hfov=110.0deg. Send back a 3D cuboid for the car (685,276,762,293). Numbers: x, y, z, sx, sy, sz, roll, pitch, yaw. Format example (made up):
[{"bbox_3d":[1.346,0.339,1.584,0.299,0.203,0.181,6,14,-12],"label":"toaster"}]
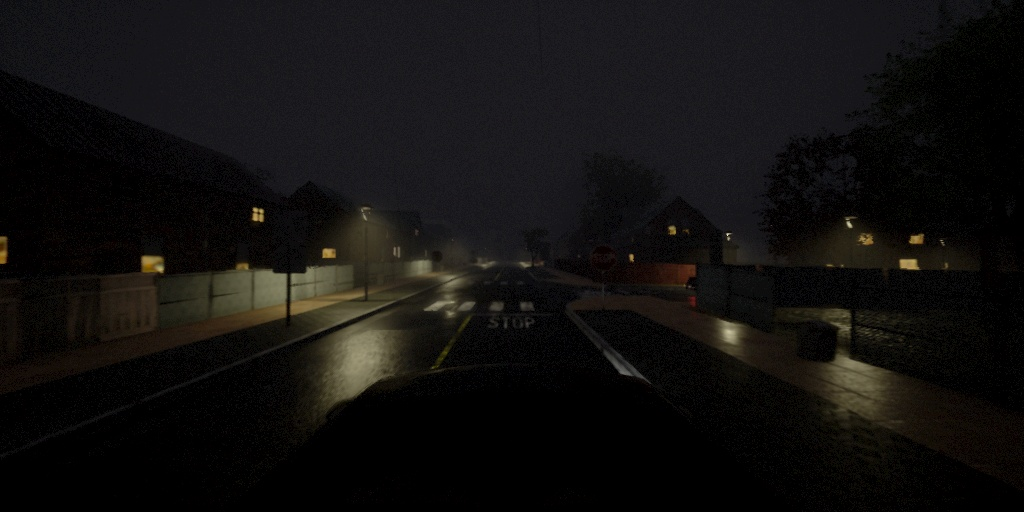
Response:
[{"bbox_3d":[11.531,1.441,18.649,4.674,1.442,1.812,1,-1,-1],"label":"car"}]
